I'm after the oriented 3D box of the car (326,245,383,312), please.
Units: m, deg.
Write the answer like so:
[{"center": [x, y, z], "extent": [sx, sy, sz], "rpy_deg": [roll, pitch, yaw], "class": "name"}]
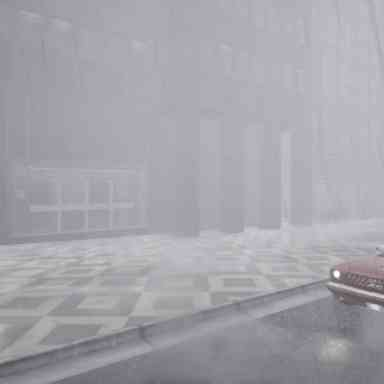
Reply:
[{"center": [4.838, 1.602, 6.802], "extent": [4.718, 1.301, 1.895], "rpy_deg": [0, 0, -35], "class": "car"}]
